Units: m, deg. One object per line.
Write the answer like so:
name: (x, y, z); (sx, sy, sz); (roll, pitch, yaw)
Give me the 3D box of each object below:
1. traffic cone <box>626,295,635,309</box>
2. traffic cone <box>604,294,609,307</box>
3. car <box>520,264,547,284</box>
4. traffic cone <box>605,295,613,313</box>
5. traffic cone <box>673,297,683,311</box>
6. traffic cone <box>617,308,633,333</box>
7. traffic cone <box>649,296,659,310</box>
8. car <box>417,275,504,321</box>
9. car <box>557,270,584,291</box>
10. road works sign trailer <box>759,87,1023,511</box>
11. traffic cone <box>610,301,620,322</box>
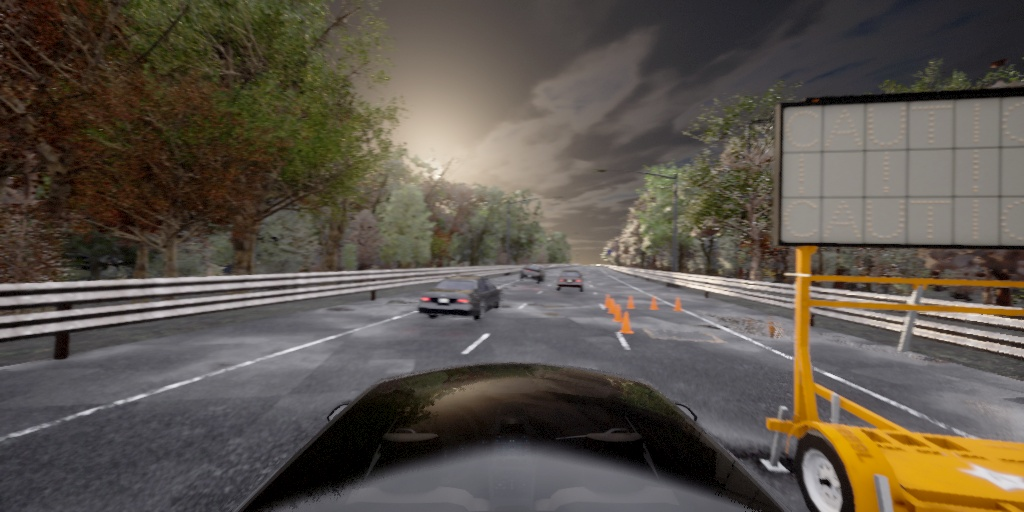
traffic cone: (5.350, 2.058, 16.184); (0.340, 0.580, 0.340); (0, 0, 10)
traffic cone: (4.366, 2.033, 16.358); (0.340, 0.580, 0.340); (0, 0, 10)
car: (1.992, 1.577, 32.470); (2.128, 1.511, 4.902); (12, 1, 11)
traffic cone: (4.018, 1.996, 14.389); (0.340, 0.580, 0.340); (0, 0, 10)
traffic cone: (7.319, 2.108, 15.835); (0.340, 0.580, 0.340); (0, 0, 10)
traffic cone: (3.321, 1.922, 10.451); (0.340, 0.580, 0.340); (0, 0, 10)
traffic cone: (6.334, 2.083, 16.009); (0.340, 0.580, 0.340); (0, 0, 10)
car: (-1.629, 1.422, 13.176); (2.033, 1.411, 5.357); (1, -1, 10)
car: (4.302, 1.759, 26.323); (2.033, 1.411, 5.357); (1, -1, 11)
road works sign trailer: (3.573, 0.338, 3.293); (2.380, 3.560, 2.880); (0, 0, 11)
traffic cone: (3.670, 1.959, 12.420); (0.340, 0.580, 0.340); (0, 0, 10)
